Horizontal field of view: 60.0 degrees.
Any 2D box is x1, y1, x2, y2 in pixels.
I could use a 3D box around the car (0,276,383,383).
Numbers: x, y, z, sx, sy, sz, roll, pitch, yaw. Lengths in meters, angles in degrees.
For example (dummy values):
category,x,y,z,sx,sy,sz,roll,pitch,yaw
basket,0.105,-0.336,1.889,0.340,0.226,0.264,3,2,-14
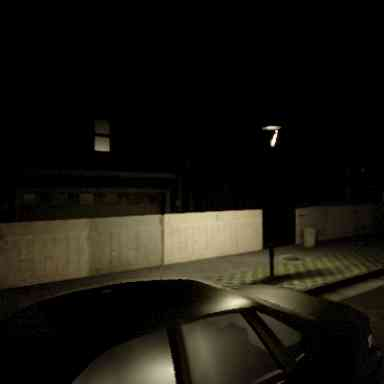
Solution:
category,x,y,z,sx,sy,sz,roll,pitch,yaw
car,-0.583,1.543,2.640,5.357,1.411,2.033,0,0,-35
